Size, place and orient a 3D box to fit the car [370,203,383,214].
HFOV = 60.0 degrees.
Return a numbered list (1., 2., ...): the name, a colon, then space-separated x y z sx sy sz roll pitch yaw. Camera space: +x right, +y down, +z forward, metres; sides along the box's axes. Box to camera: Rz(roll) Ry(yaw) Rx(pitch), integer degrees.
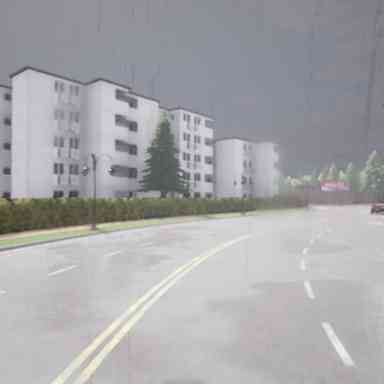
1. car: 24.954 2.137 43.908 1.812 1.442 4.674 0 -1 40
